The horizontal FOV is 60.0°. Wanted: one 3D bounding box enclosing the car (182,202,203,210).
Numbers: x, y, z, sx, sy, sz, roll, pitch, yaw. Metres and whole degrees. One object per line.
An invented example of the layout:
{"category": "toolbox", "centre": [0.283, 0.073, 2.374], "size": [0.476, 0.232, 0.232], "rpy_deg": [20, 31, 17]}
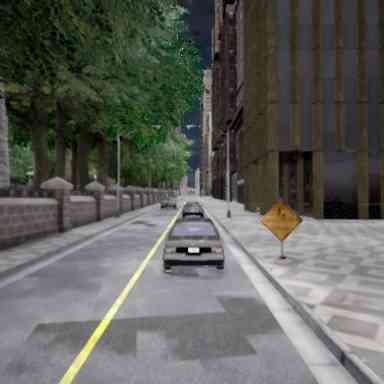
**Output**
{"category": "car", "centre": [0.083, 1.613, 31.803], "size": [1.994, 1.385, 4.181], "rpy_deg": [0, 0, 0]}

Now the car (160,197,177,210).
{"category": "car", "centre": [-3.095, 1.423, 45.017], "size": [2.097, 1.767, 4.553], "rpy_deg": [0, 0, 0]}

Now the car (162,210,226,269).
{"category": "car", "centre": [0.062, 1.568, 11.208], "size": [2.033, 1.411, 5.357], "rpy_deg": [0, 0, 0]}

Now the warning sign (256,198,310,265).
{"category": "warning sign", "centre": [2.694, 1.135, 10.011], "size": [1.300, 1.860, 1.060], "rpy_deg": [-1, -1, 0]}
